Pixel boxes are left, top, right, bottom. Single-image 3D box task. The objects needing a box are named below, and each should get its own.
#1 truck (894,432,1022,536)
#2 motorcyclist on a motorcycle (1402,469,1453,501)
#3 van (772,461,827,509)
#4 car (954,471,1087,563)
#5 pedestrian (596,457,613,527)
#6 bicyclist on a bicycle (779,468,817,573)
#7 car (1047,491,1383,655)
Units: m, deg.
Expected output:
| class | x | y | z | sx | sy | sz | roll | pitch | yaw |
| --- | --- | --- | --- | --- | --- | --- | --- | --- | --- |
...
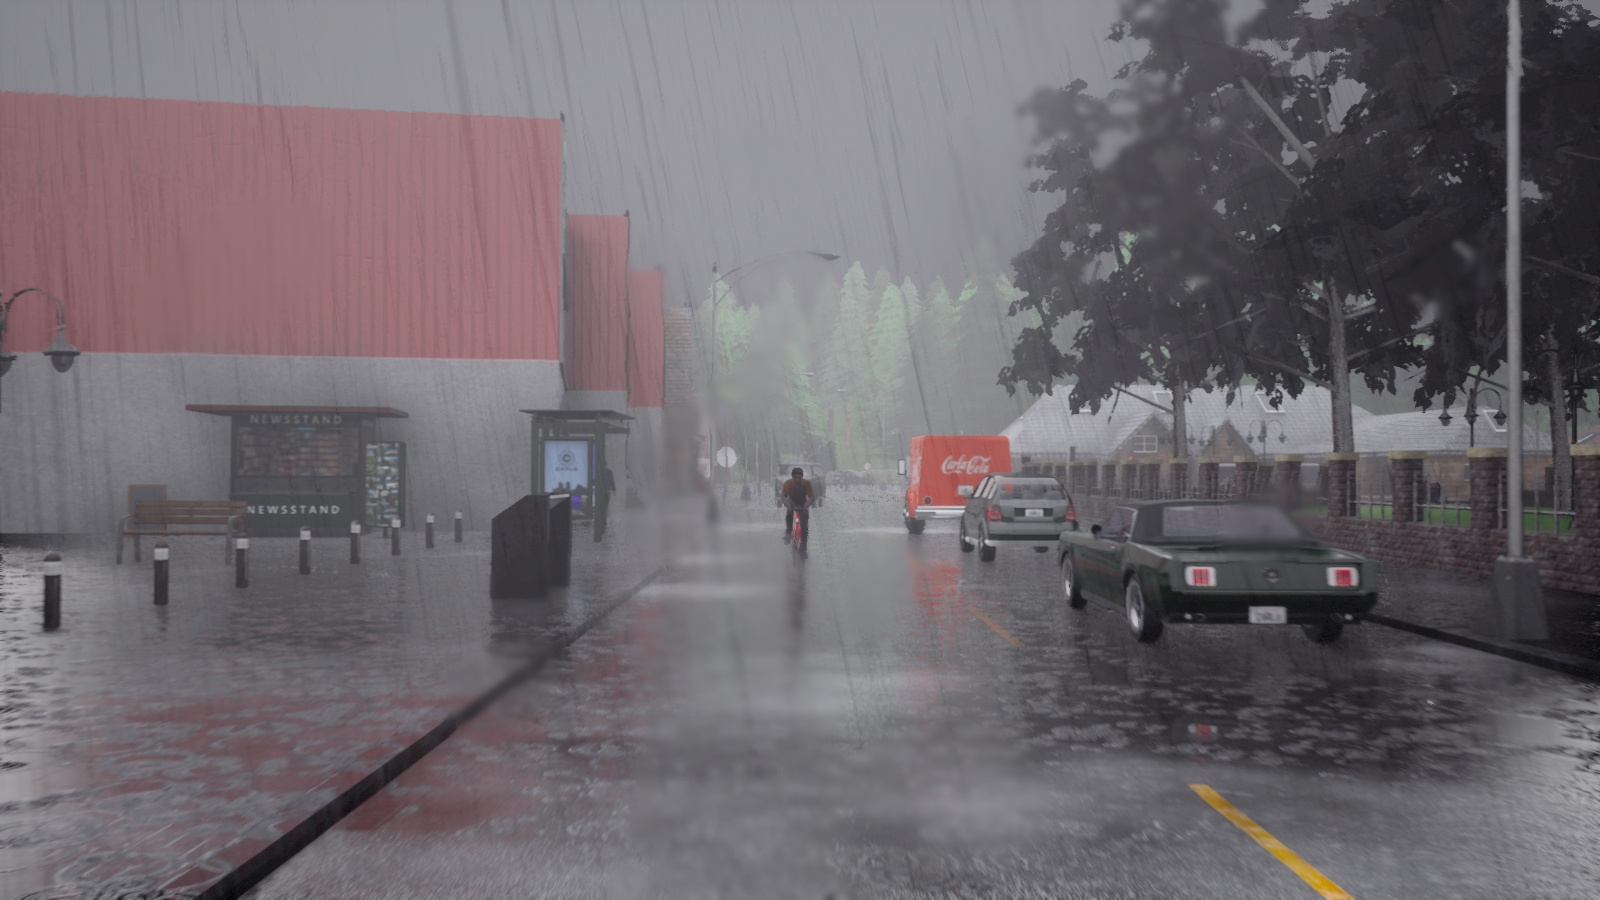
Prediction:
| class | x | y | z | sx | sy | sz | roll | pitch | yaw |
| --- | --- | --- | --- | --- | --- | --- | --- | --- | --- |
| truck | 3.948 | 0.856 | 32.455 | 2.627 | 2.467 | 5.204 | 0 | -1 | 0 |
| motorcyclist on a motorcycle | 30.130 | 1.687 | 60.351 | 2.044 | 1.523 | 0.797 | 0 | -1 | -2 |
| van | 0.029 | 1.473 | 54.108 | 1.775 | 1.987 | 4.442 | 0 | -1 | 7 |
| car | 3.963 | 1.164 | 23.120 | 1.789 | 1.549 | 3.705 | 0 | -1 | 0 |
| pedestrian | -5.209 | 1.105 | 33.458 | 0.402 | 1.842 | 0.726 | 0 | -1 | -4 |
| bicyclist on a bicycle | -0.033 | 1.110 | 20.427 | 0.582 | 1.620 | 1.656 | 0 | -1 | 0 |
| car | 3.978 | 1.117 | 12.995 | 1.895 | 1.301 | 4.718 | 0 | -1 | 0 |
